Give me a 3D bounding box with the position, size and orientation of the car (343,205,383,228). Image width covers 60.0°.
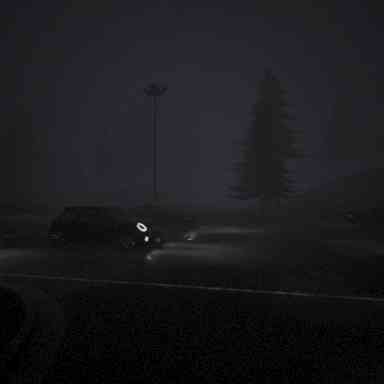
[{"bbox_3d":[12.523,1.547,21.011,5.357,1.411,2.033,0,0,13],"label":"car"}]

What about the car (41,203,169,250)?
[{"bbox_3d":[-3.575,1.351,13.991,4.553,1.767,2.097,0,0,13],"label":"car"}]

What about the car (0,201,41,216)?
[{"bbox_3d":[-15.960,1.547,32.284,5.357,1.411,2.033,0,0,-14],"label":"car"}]

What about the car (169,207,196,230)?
[{"bbox_3d":[-2.206,1.477,20.860,5.008,1.535,1.882,0,0,13],"label":"car"}]
